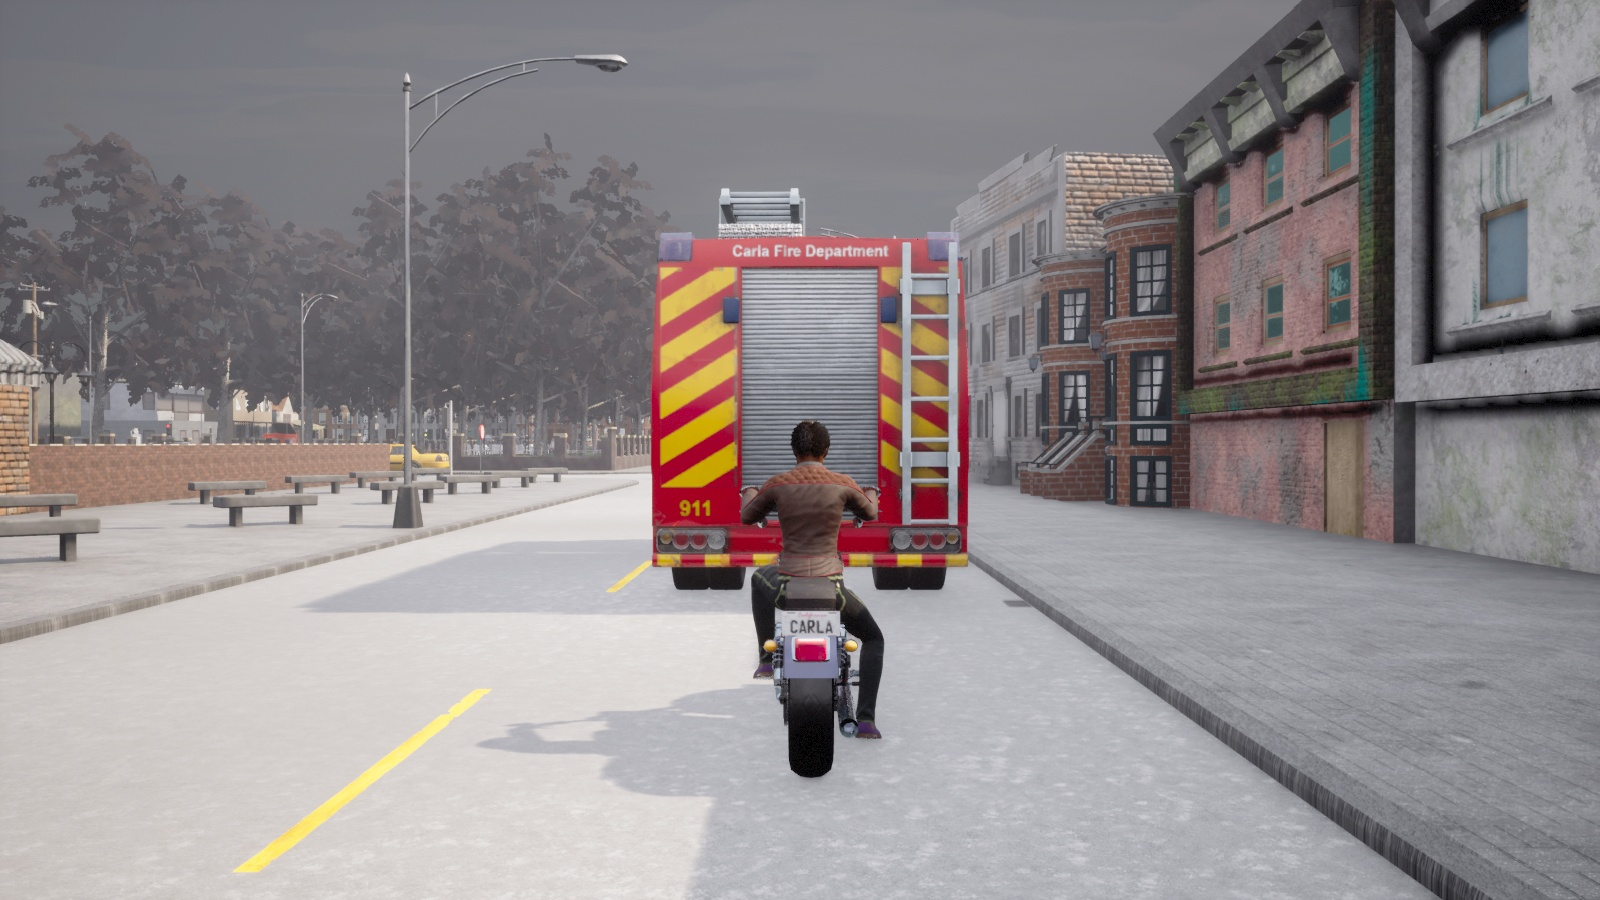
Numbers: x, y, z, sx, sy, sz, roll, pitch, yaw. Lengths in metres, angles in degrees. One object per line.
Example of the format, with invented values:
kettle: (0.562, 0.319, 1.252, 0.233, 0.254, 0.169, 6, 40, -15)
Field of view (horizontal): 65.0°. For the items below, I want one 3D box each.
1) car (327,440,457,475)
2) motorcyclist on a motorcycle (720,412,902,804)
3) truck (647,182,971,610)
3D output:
car: (-18.580, 0.347, 57.321, 5.366, 1.575, 1.801, 0, 0, -2)
motorcyclist on a motorcycle: (0.052, 0.660, 6.460, 0.766, 1.649, 2.350, 0, 0, 0)
truck: (0.104, -0.505, 15.458, 2.891, 3.827, 8.468, 0, 0, 0)
